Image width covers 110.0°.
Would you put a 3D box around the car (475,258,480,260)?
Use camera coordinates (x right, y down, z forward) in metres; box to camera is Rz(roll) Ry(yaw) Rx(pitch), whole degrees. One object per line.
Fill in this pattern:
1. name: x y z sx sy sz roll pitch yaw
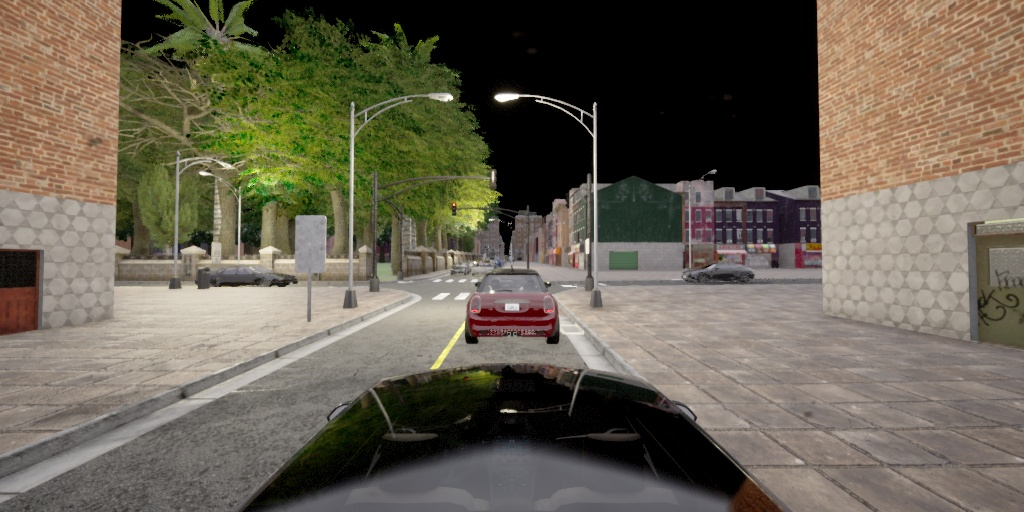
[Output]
1. car: -5.588 1.344 45.645 2.007 1.370 4.403 0 0 0

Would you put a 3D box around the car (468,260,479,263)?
1. car: -2.972 1.380 36.852 1.895 1.301 4.718 0 0 2

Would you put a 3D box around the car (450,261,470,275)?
1. car: -5.553 1.332 38.509 2.007 1.370 4.403 0 0 0

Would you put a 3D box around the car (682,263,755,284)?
1. car: 14.493 1.188 25.227 4.674 1.442 1.812 -1 -1 0

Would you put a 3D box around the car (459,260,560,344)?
1. car: 0.023 1.105 9.734 2.097 1.767 4.553 0 0 1

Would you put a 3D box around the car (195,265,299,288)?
1. car: -16.240 1.287 22.073 5.357 1.411 2.033 0 -1 0

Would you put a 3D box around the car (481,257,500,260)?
1. car: -3.093 1.312 51.380 1.837 1.490 4.892 0 -1 0
